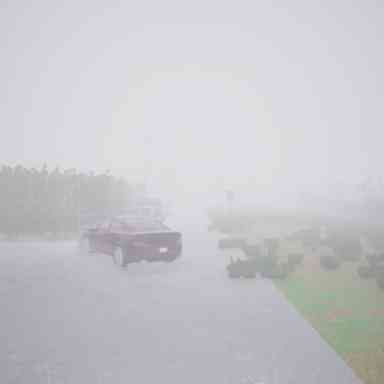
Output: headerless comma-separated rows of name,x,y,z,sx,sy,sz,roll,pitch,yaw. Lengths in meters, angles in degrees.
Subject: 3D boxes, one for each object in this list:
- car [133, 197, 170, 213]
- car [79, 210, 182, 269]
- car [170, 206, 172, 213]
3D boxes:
car,-3.192,1.432,25.562,2.150,2.045,5.566,0,0,0
car,-2.328,1.576,11.819,1.882,1.535,5.008,2,-2,-36
car,-3.181,1.894,35.601,1.895,1.301,4.718,0,0,0
